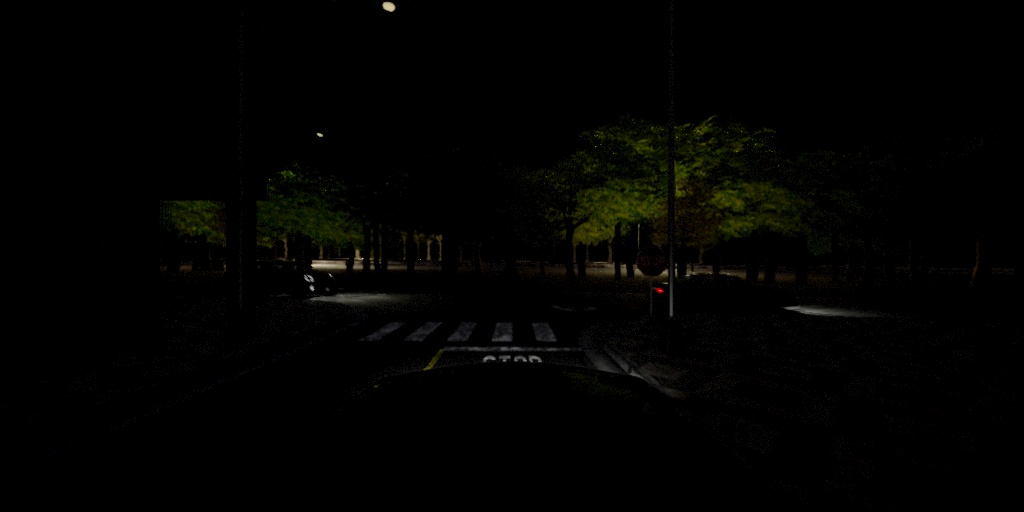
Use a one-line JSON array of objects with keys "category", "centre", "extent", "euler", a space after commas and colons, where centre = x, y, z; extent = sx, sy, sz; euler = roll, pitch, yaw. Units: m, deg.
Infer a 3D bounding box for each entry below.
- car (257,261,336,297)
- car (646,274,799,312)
[{"category": "car", "centre": [-11.265, 1.041, 18.026], "extent": [4.553, 1.767, 2.097], "euler": [1, 0, 11]}, {"category": "car", "centre": [8.461, 1.448, 14.831], "extent": [5.357, 1.411, 2.033], "euler": [1, 0, 7]}]
